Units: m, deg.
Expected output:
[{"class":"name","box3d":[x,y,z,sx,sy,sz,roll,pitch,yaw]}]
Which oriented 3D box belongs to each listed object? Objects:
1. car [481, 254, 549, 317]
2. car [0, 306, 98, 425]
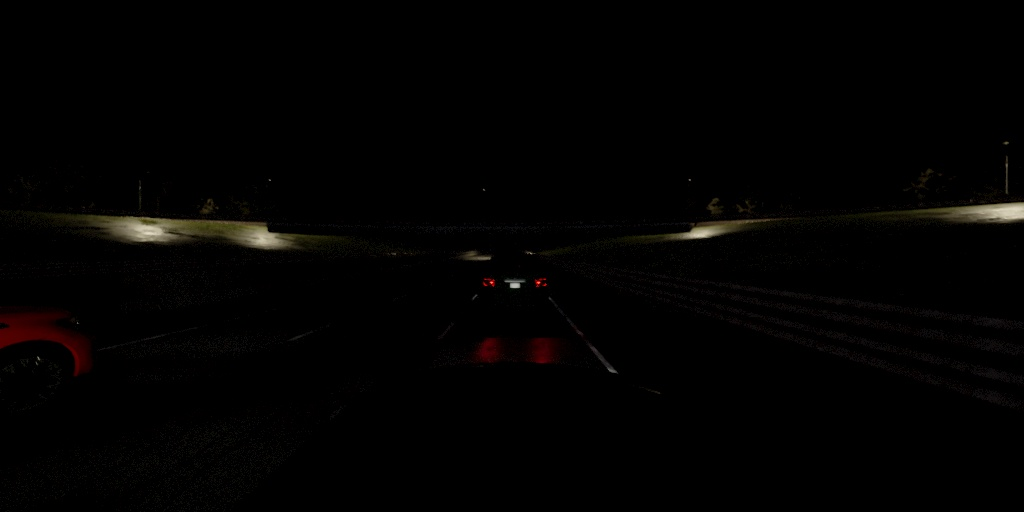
[{"class":"car","box3d":[0.106,0.949,13.259,2.150,2.045,5.566,0,0,0]},{"class":"car","box3d":[-6.900,0.969,2.579,2.150,2.045,5.566,0,0,0]}]
